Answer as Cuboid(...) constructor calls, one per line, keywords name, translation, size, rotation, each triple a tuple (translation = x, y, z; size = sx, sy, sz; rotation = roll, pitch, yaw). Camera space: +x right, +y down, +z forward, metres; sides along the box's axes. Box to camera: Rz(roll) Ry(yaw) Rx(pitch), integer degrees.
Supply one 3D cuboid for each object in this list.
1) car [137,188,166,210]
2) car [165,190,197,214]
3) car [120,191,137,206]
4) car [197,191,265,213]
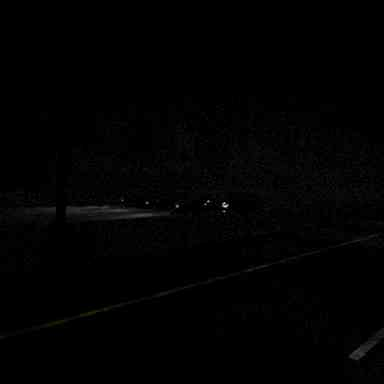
Cuboid(name="car", translation=(-1.692, 0.571, 27.432), size=(4.902, 1.511, 2.128), rotation=(-1, 3, -44))
Cuboid(name="car", translation=(0.737, 0.713, 24.916), size=(4.902, 1.511, 2.128), rotation=(-1, 3, -44))
Cuboid(name="car", translation=(-4.127, 0.429, 29.941), size=(4.902, 1.511, 2.128), rotation=(-1, 3, -44))
Cuboid(name="car", translation=(2.844, 0.719, 22.083), size=(4.553, 1.767, 2.097), rotation=(-1, 3, -44))
